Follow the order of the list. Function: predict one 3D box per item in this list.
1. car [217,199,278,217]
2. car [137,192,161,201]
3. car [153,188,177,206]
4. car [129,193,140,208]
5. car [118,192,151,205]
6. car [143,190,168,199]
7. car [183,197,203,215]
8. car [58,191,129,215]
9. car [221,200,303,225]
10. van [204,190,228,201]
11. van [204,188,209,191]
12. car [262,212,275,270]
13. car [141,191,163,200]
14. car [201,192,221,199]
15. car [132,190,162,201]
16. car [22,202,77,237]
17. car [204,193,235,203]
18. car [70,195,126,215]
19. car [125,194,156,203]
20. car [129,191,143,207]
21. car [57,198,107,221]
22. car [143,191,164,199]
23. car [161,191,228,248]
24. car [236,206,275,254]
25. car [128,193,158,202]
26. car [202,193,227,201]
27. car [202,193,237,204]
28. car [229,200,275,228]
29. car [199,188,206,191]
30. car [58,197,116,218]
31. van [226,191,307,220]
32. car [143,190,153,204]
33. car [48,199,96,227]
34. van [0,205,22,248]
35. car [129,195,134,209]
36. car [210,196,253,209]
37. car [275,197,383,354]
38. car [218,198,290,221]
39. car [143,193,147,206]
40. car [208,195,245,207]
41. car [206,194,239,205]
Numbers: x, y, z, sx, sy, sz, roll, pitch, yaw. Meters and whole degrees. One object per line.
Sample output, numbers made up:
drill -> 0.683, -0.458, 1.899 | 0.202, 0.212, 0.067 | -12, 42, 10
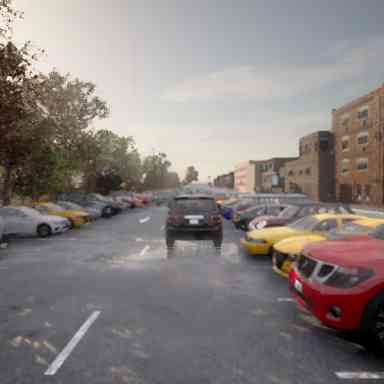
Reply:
car -> 4.535, 1.305, 27.729 | 4.674, 1.452, 2.002 | 0, 0, 0
car -> -8.515, 0.809, 66.687 | 4.553, 1.767, 2.185 | 0, 1, 0
car -> -3.594, 0.868, 45.614 | 2.150, 2.045, 5.566 | 0, 1, 0
car -> -8.538, 1.225, 36.055 | 5.008, 1.535, 2.097 | 0, 0, 0
car -> -8.576, 0.973, 49.979 | 4.553, 1.767, 2.185 | 0, 1, 0
car -> -8.576, 0.573, 77.825 | 5.566, 2.045, 2.435 | 0, 1, 0
car -> 0.087, 1.289, 31.498 | 1.812, 1.442, 4.674 | 0, 0, 0
car -> -8.515, 1.044, 27.699 | 5.566, 2.045, 2.435 | 0, 0, 0
car -> 4.532, 1.309, 22.161 | 5.008, 1.535, 2.097 | 0, 0, 0
van -> 4.650, 0.707, 63.784 | 4.442, 1.987, 1.878 | 0, 1, 0
van -> 4.651, 0.761, 58.342 | 4.442, 1.987, 1.878 | 0, 1, 0
car -> 4.544, 1.414, 8.245 | 5.008, 1.535, 2.097 | 0, 0, 0
car -> -8.578, 0.755, 72.132 | 4.553, 1.767, 2.185 | 0, 1, 0
car -> 4.518, 0.808, 80.468 | 4.674, 1.452, 2.002 | -1, 1, 0
car -> -8.574, 0.713, 63.776 | 5.566, 2.045, 2.435 | 0, 1, 0
car -> -8.544, 1.423, 16.561 | 4.674, 1.452, 2.002 | 0, 0, 0
car -> 4.541, 1.016, 55.561 | 4.892, 1.521, 2.231 | 0, 1, 0
car -> -8.512, 1.146, 30.484 | 4.553, 1.767, 2.185 | 0, 0, 0
car -> -8.515, 1.074, 55.549 | 4.792, 1.488, 2.163 | 0, 1, 0
car -> -8.512, 1.075, 38.838 | 4.553, 1.767, 2.185 | 0, 1, 0
car -> -8.549, 1.340, 22.131 | 4.892, 1.521, 2.231 | 0, 0, 0
car -> -8.578, 0.728, 74.917 | 4.553, 1.767, 2.185 | 0, 1, 0
car -> 0.082, 1.119, 14.360 | 2.150, 2.045, 5.566 | 0, 0, 0
car -> 4.353, 1.391, 11.028 | 5.366, 1.575, 1.946 | 0, 0, 0
car -> -8.550, 1.018, 58.335 | 5.008, 1.535, 2.097 | 0, 1, 0
car -> 4.541, 0.906, 66.693 | 4.892, 1.521, 2.231 | 0, 1, 0
car -> 4.350, 1.039, 52.778 | 5.366, 1.575, 1.946 | 0, 1, 0
car -> 4.532, 1.353, 16.595 | 4.892, 1.521, 2.231 | 0, 0, 0
car -> 4.562, 0.708, 61.125 | 5.566, 2.045, 2.435 | 0, 1, 0
car -> -8.571, 1.347, 24.914 | 4.792, 1.488, 2.163 | 0, 0, 0
van -> 4.421, 1.105, 19.376 | 4.442, 1.987, 1.878 | 0, 0, 0
car -> -8.517, 0.899, 44.408 | 5.566, 2.045, 2.435 | 0, 1, 0
car -> -8.547, 1.361, 19.346 | 5.008, 1.535, 2.097 | 0, 0, 0
van -> -8.425, 1.198, 10.990 | 4.442, 1.987, 1.878 | 0, 0, 0
car -> -8.546, 1.289, 33.271 | 4.674, 1.452, 2.002 | 0, 0, 0
car -> 4.566, 1.200, 38.862 | 4.792, 1.488, 2.163 | 0, 1, 0
car -> 4.510, 1.183, 5.460 | 5.566, 2.045, 2.435 | 0, 0, 0
car -> 4.543, 1.287, 24.944 | 5.008, 1.535, 2.097 | 0, 0, 0
car -> -8.548, 1.175, 41.624 | 5.008, 1.535, 2.097 | 0, 1, 0
car -> 4.533, 1.160, 44.428 | 4.674, 1.452, 2.002 | 0, 1, 0
car -> 4.529, 1.069, 49.995 | 4.892, 1.521, 2.231 | 0, 1, 0
